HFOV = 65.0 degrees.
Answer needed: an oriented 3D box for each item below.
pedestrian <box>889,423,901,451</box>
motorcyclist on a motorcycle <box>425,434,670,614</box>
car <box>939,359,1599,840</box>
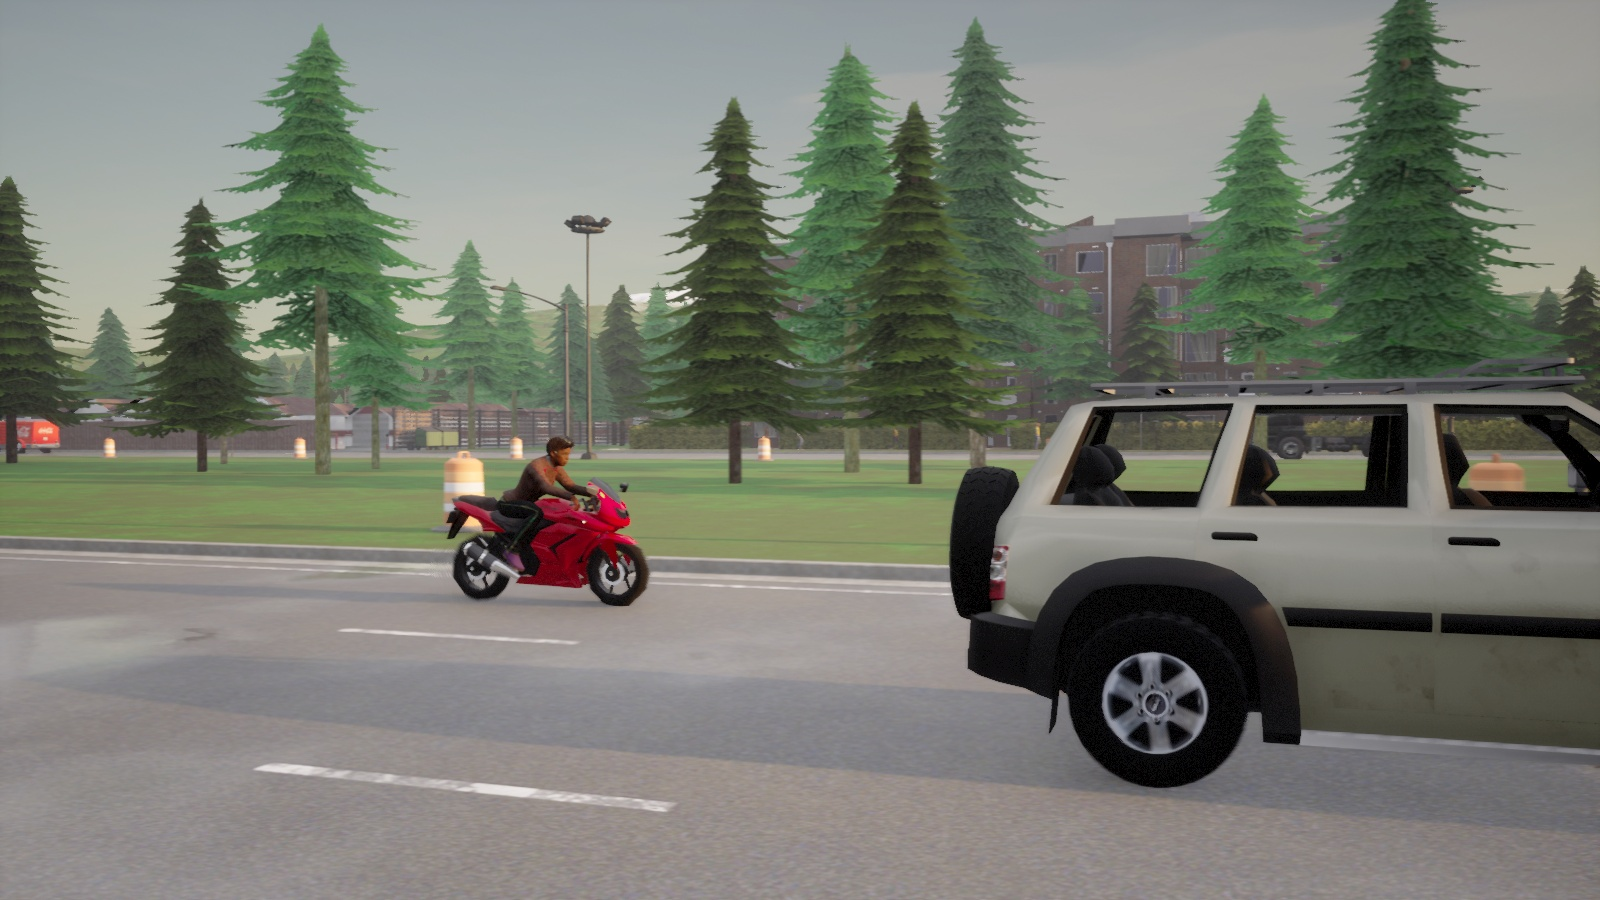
[{"bbox_3d":[6.461,-0.883,85.054,0.726,1.835,0.370,1,1,20],"label":"pedestrian"},{"bbox_3d":[-2.277,0.618,11.344,2.044,1.523,0.797,1,1,19],"label":"motorcyclist on a motorcycle"},{"bbox_3d":[3.123,0.562,5.833,4.605,1.855,1.932,1,1,19],"label":"car"}]
